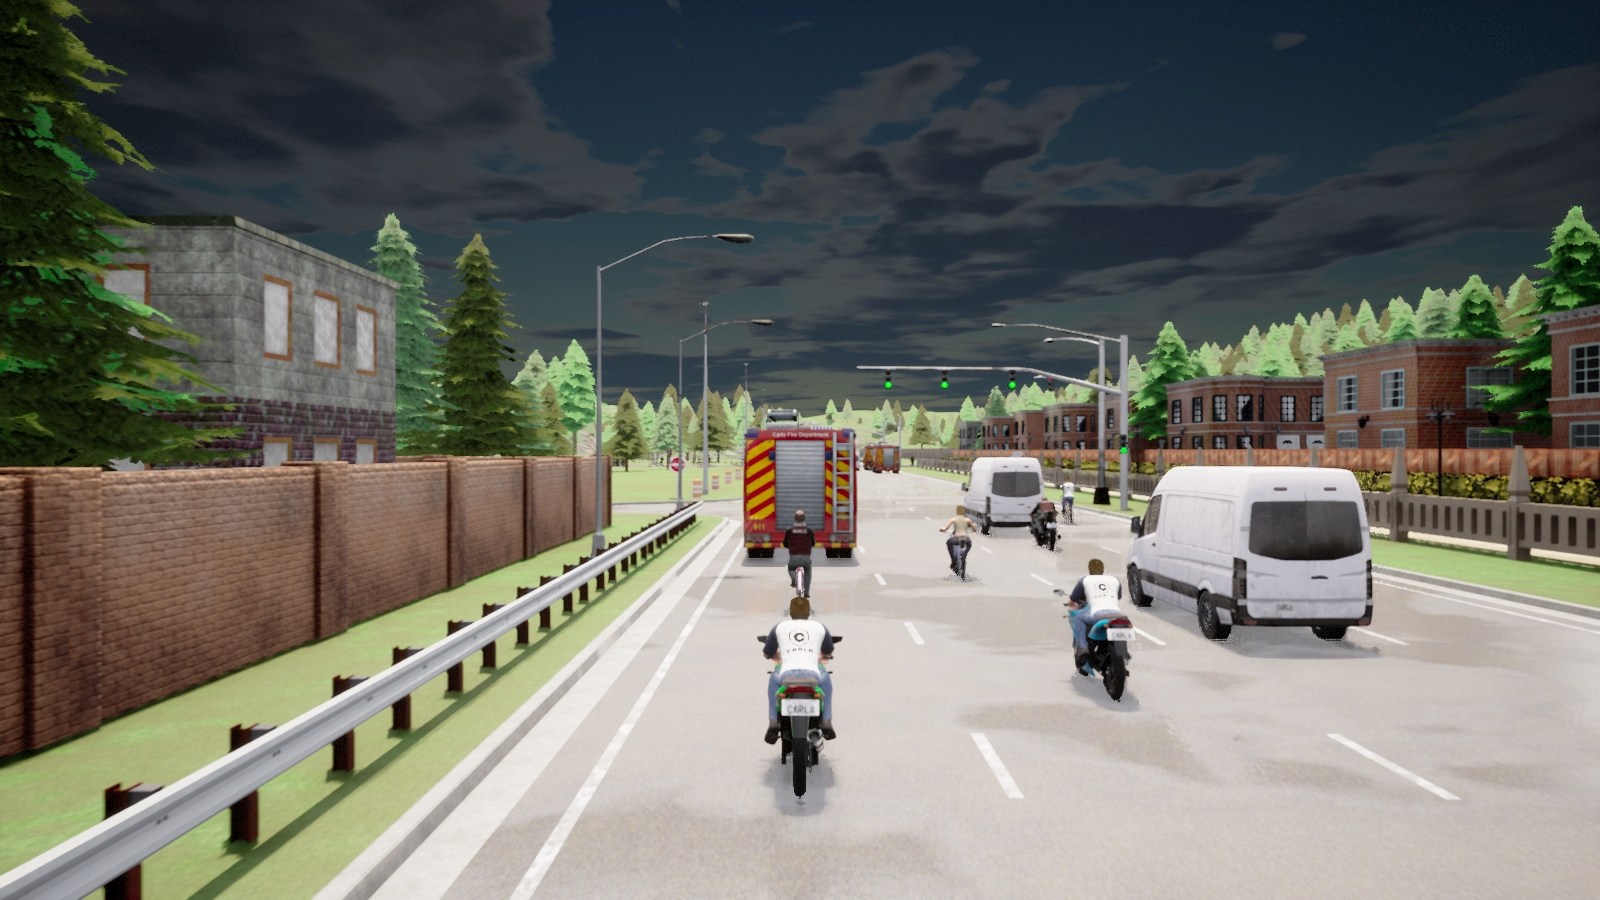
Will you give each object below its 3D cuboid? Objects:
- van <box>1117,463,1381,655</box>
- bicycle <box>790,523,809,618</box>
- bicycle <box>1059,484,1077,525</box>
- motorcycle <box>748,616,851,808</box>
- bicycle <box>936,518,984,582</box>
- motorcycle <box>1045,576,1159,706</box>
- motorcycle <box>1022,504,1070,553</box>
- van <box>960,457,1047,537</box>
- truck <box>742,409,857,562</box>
[{"bbox_3d":[6.994,1.539,18.677,1.988,2.561,5.915,0,0,0],"label":"van"},{"bbox_3d":[-0.010,2.065,19.964,0.329,1.471,1.835,0,0,0],"label":"bicycle"},{"bbox_3d":[10.194,2.066,43.546,0.373,1.496,1.643,0,0,3],"label":"bicycle"},{"bbox_3d":[-0.001,2.188,9.917,0.803,1.199,2.033,0,0,0],"label":"motorcycle"},{"bbox_3d":[3.497,2.163,25.065,0.859,1.277,1.487,0,0,0],"label":"bicycle"},{"bbox_3d":[3.498,2.188,13.426,0.803,1.199,2.033,0,0,0],"label":"motorcycle"},{"bbox_3d":[6.997,2.212,32.606,0.867,1.251,2.209,0,0,0],"label":"motorcycle"},{"bbox_3d":[6.992,1.543,39.857,1.988,2.561,5.915,0,0,0],"label":"van"},{"bbox_3d":[-0.009,0.898,32.852,2.891,3.827,8.468,0,0,0],"label":"truck"}]
